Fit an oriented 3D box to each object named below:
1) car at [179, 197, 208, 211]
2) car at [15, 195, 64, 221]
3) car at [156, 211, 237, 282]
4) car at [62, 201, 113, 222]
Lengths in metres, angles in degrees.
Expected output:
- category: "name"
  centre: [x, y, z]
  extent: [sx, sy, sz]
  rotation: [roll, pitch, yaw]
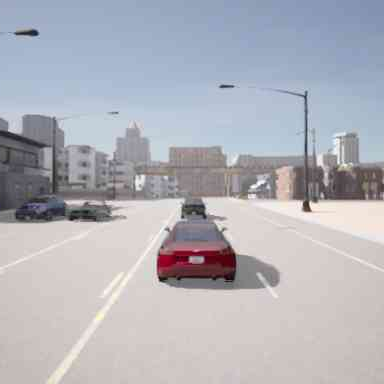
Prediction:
- category: "car"
  centre: [0.122, 1.175, 25.345]
  extent: [1.837, 1.490, 4.892]
  rotation: [0, 1, 0]
- category: "car"
  centre: [-10.522, 1.047, 23.596]
  extent: [2.097, 1.767, 4.553]
  rotation: [0, 1, 1]
- category: "car"
  centre: [0.108, 1.491, 9.621]
  extent: [1.994, 1.385, 4.181]
  rotation: [0, 1, 0]
- category: "car"
  centre: [-7.024, 1.303, 23.256]
  extent: [1.895, 1.301, 4.718]
  rotation: [0, 1, 1]
